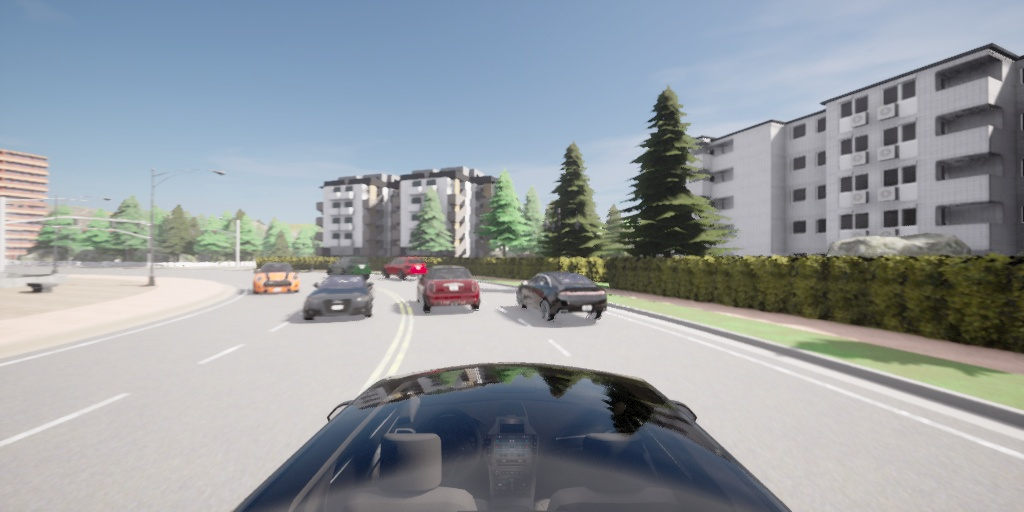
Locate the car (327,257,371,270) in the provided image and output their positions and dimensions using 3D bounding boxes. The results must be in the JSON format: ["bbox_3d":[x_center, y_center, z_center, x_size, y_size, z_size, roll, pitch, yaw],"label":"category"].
[{"bbox_3d":[-15.361,1.121,33.816,5.566,2.045,2.150,0,-1,42],"label":"car"}]

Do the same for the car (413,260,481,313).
[{"bbox_3d":[-2.748,1.174,14.806,2.097,1.767,4.553,0,0,-18],"label":"car"}]

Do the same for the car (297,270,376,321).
[{"bbox_3d":[-5.895,1.363,12.681,1.994,1.385,4.181,0,0,-19],"label":"car"}]

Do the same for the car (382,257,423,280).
[{"bbox_3d":[-10.064,1.135,33.478,2.150,2.045,5.566,1,-1,-43],"label":"car"}]

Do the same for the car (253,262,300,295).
[{"bbox_3d":[-13.384,1.176,20.437,2.097,1.767,4.553,0,0,-34],"label":"car"}]

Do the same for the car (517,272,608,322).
[{"bbox_3d":[1.556,1.314,12.766,2.128,1.511,4.902,0,0,-15],"label":"car"}]
